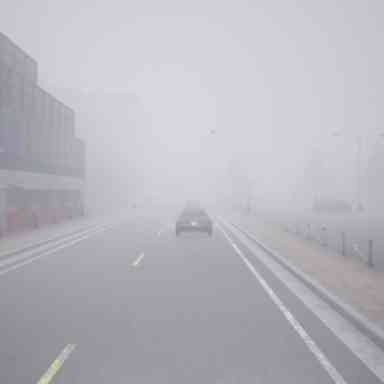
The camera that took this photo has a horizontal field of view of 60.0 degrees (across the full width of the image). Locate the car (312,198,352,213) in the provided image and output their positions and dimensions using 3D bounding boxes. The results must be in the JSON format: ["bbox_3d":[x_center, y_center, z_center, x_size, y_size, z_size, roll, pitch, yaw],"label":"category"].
[{"bbox_3d":[13.884,1.329,32.963,3.633,1.501,1.845,0,0,0],"label":"car"}]

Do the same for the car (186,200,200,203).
[{"bbox_3d":[0.090,1.486,33.347,2.033,1.411,5.357,0,0,0],"label":"car"}]

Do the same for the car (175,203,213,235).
[{"bbox_3d":[0.100,1.530,18.470,1.994,1.385,4.181,0,0,0],"label":"car"}]
